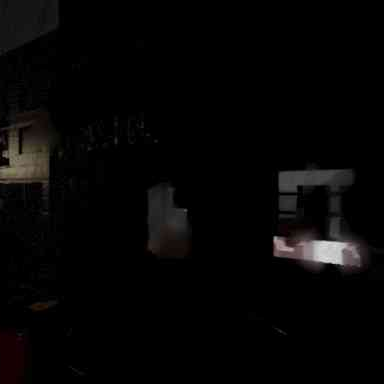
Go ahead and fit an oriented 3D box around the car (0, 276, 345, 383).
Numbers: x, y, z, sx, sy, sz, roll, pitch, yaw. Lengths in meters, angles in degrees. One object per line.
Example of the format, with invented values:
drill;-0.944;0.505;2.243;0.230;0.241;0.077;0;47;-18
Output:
car;-0.656;1.565;3.406;4.206;1.307;1.802;0;0;36
